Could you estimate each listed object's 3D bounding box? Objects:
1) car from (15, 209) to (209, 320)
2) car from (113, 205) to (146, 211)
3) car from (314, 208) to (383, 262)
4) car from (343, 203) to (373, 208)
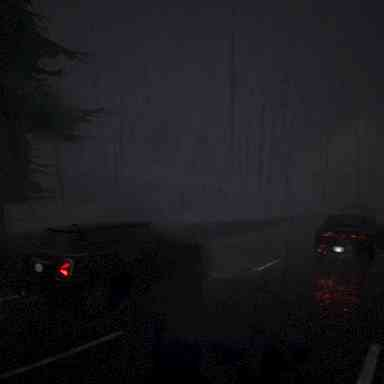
[{"bbox_3d":[-1.554,1.454,7.957,2.097,1.767,4.553,-1,-1,39],"label":"car"},{"bbox_3d":[-5.635,1.905,29.410,5.357,1.411,2.033,-1,-1,-26],"label":"car"},{"bbox_3d":[5.991,1.539,12.384,1.837,1.490,4.892,-1,-1,35],"label":"car"},{"bbox_3d":[13.382,1.608,26.749,5.357,1.411,2.033,0,-1,-44],"label":"car"}]
